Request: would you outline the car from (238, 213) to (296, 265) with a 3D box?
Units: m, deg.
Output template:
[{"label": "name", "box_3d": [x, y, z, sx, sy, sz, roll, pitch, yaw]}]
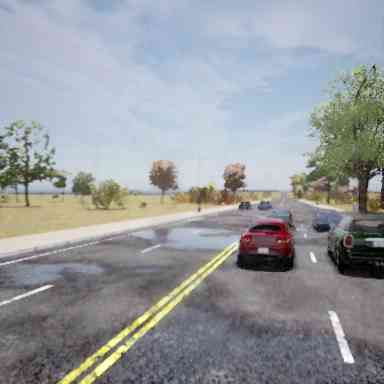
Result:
[{"label": "car", "box_3d": [2.894, 1.715, 12.557, 1.812, 1.442, 4.674, 0, -1, 17]}]

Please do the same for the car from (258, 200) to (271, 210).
[{"label": "car", "box_3d": [12.154, 2.135, 55.342, 2.097, 1.767, 4.553, 0, -1, 17]}]

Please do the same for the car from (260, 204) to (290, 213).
[{"label": "car", "box_3d": [6.576, 1.921, 24.953, 2.033, 1.411, 5.357, 0, -1, 17]}]

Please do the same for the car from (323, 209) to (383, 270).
[{"label": "car", "box_3d": [6.003, 1.551, 11.602, 2.097, 1.767, 4.553, 0, -1, 17]}]

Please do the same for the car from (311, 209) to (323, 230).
[{"label": "car", "box_3d": [9.686, 1.932, 24.009, 2.033, 1.411, 5.357, 0, -1, 17]}]

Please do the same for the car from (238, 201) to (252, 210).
[{"label": "car", "box_3d": [8.997, 2.274, 56.132, 1.837, 1.490, 4.892, 0, -1, 17]}]
